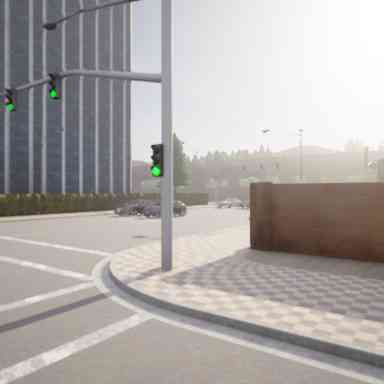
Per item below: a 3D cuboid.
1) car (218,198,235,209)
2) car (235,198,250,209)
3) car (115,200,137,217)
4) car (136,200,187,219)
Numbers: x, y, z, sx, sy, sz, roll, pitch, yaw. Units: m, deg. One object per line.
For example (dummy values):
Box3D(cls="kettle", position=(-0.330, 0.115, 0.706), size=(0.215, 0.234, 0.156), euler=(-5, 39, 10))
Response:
Box3D(cls="car", position=(5.365, 1.558, 46.423), size=(1.812, 1.442, 4.674), euler=(0, 0, 35))
Box3D(cls="car", position=(8.222, 1.513, 44.402), size=(2.128, 1.511, 4.902), euler=(0, 0, 35))
Box3D(cls="car", position=(-5.167, 1.481, 31.699), size=(2.128, 1.511, 4.902), euler=(0, 0, 35))
Box3D(cls="car", position=(-2.355, 1.496, 29.614), size=(1.837, 1.490, 4.892), euler=(0, 0, 35))
